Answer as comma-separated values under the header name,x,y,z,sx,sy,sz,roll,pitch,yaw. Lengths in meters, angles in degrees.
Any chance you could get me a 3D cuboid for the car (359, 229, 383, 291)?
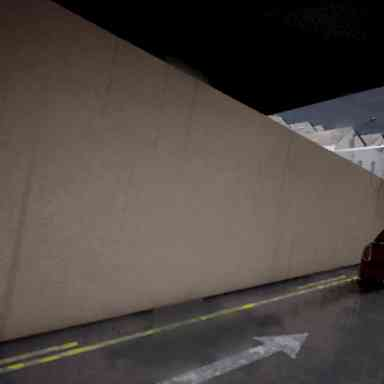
name,x,y,z,sx,sy,sz,roll,pitch,yaw
car,6.125,1.462,8.127,4.553,1.767,2.097,1,0,-35
